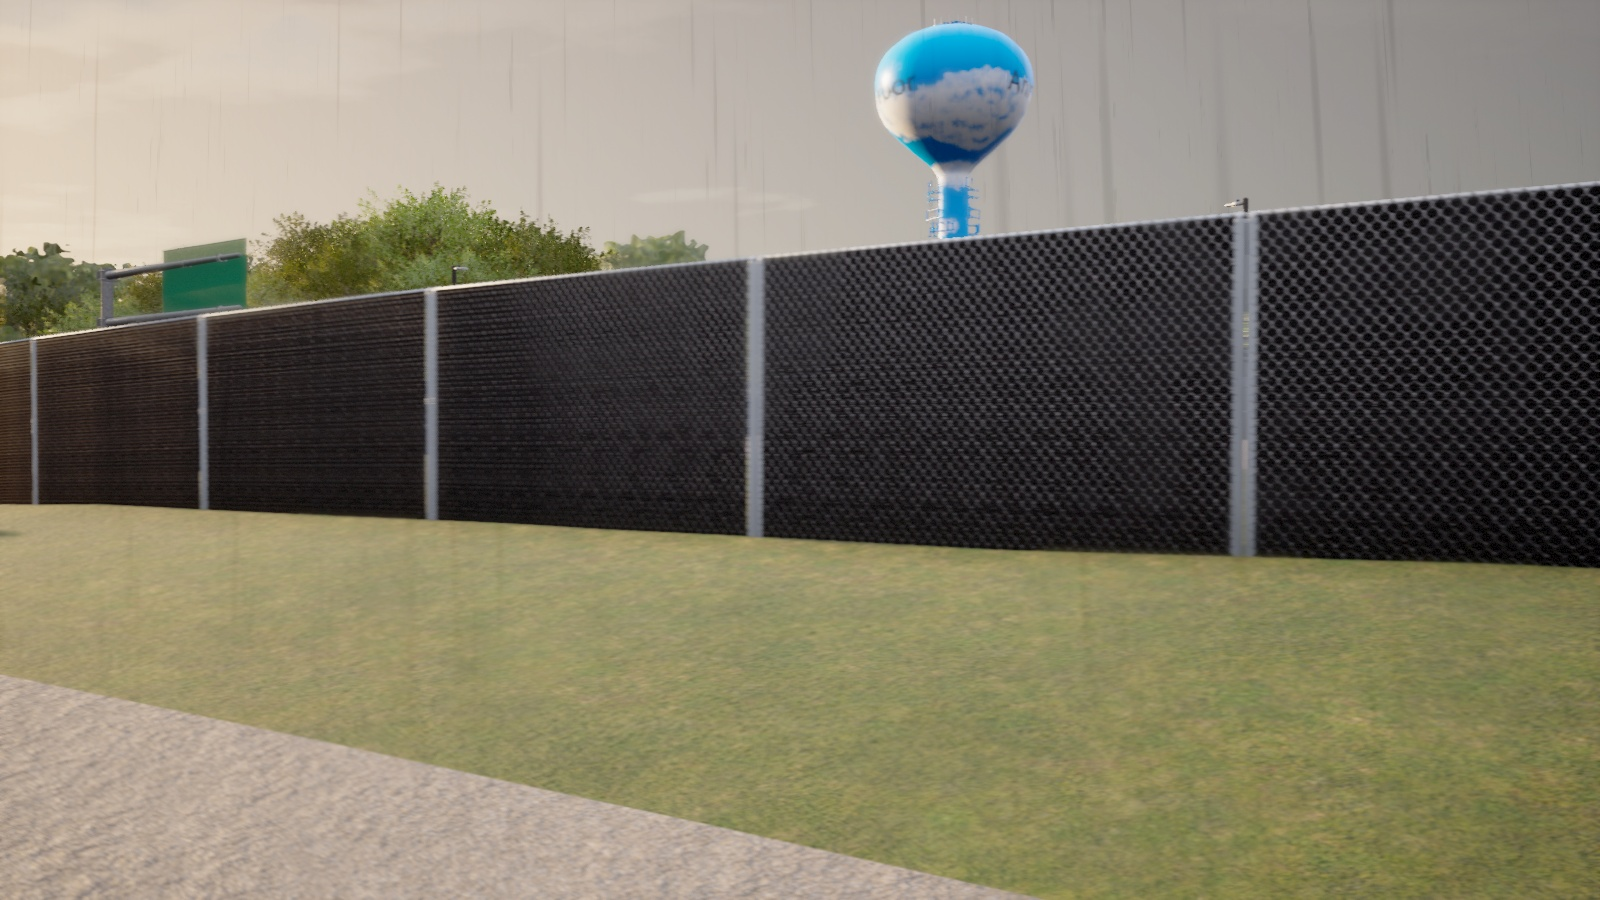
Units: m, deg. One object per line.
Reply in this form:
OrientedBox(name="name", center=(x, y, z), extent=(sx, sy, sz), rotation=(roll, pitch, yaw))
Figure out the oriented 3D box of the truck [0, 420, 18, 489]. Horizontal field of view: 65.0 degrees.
OrientedBox(name="truck", center=(-47.795, 0.406, 68.214), extent=(2.891, 3.827, 8.468), rotation=(-1, 2, 33))
